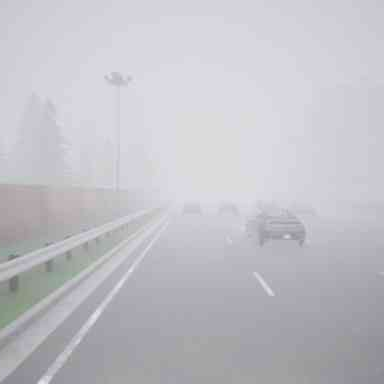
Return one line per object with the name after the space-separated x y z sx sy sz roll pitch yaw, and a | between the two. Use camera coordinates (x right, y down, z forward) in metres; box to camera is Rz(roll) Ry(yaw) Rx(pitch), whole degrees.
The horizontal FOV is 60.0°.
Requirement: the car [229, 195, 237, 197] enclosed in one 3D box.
10.139 1.482 82.606 2.128 1.511 4.902 0 0 0 | car

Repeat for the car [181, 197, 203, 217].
0.011 1.477 31.231 2.128 1.511 4.902 0 0 0 | car

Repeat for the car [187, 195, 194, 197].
-0.396 1.480 88.547 2.128 1.511 4.902 0 0 0 | car

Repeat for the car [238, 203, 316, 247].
3.596 1.484 14.989 2.128 1.511 4.902 0 0 0 | car

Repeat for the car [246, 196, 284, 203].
7.005 1.476 32.321 2.128 1.511 4.902 0 0 0 | car

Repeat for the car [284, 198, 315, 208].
10.506 1.547 32.555 1.994 1.385 4.181 0 0 0 | car

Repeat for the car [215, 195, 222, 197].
6.633 1.496 83.706 2.033 1.411 5.357 0 0 0 | car

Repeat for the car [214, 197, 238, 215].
3.504 1.508 33.332 1.812 1.442 4.674 0 0 0 | car

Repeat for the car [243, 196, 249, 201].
13.646 1.552 81.536 1.895 1.301 4.718 0 0 0 | car
